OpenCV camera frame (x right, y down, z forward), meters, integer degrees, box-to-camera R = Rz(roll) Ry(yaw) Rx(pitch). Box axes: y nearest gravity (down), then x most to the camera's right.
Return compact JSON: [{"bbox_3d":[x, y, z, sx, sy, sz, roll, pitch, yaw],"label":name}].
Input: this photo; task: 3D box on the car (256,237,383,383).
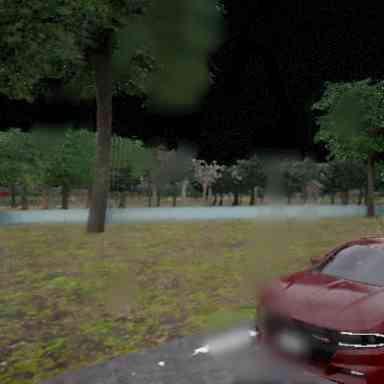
[{"bbox_3d":[3.190,1.504,5.325,5.008,1.535,1.882,0,0,-35],"label":"car"}]
